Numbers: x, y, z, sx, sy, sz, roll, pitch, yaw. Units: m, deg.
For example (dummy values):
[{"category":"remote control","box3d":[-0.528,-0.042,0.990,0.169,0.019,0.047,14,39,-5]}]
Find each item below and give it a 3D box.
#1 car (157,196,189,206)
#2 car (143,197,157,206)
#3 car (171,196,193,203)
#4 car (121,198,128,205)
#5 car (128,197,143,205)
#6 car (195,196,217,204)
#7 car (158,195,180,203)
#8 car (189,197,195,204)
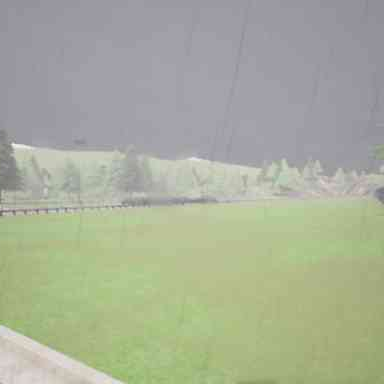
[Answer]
[{"category":"car","box3d":[-3.205,1.585,56.390,1.837,1.490,4.892,0,-1,35]},{"category":"car","box3d":[-5.834,1.595,58.732,1.837,1.490,4.892,0,-1,35]},{"category":"car","box3d":[-2.075,1.536,70.305,2.128,1.511,4.902,0,0,35]},{"category":"car","box3d":[-11.356,1.673,63.047,1.994,1.385,4.181,0,0,35]},{"category":"car","box3d":[-8.753,1.590,60.668,2.128,1.511,4.902,0,0,35]},{"category":"car","box3d":[3.191,1.591,65.619,1.837,1.490,4.892,0,0,35]},{"category":"car","box3d":[-4.945,1.497,72.309,1.882,1.535,5.008,0,0,35]},{"category":"car","box3d":[0.813,1.691,68.326,1.895,1.301,4.718,0,0,35]}]
